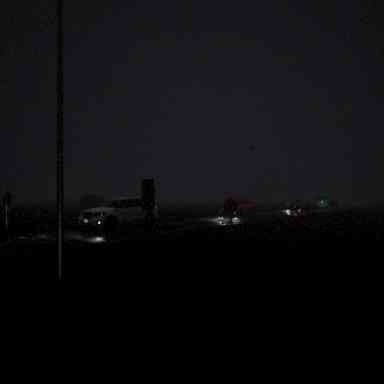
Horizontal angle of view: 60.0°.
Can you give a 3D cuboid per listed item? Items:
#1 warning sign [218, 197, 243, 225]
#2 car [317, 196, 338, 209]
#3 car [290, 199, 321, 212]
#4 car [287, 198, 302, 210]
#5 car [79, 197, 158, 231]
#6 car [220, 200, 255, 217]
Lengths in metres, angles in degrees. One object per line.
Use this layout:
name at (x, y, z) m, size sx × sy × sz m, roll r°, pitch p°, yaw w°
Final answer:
warning sign at (2.654, 1.258, 22.809) m, size 1.300 × 1.860 × 1.060 m, roll 0°, pitch 0°, yaw 37°
car at (20.837, 1.595, 51.378) m, size 2.150 × 2.045 × 5.566 m, roll 0°, pitch -1°, yaw 37°
car at (14.776, 1.915, 43.144) m, size 1.895 × 1.301 × 4.718 m, roll 0°, pitch -1°, yaw 37°
car at (15.647, 1.765, 49.006) m, size 2.097 × 1.767 × 4.553 m, roll 0°, pitch -1°, yaw 37°
car at (-4.637, 1.350, 21.896) m, size 2.150 × 2.045 × 5.566 m, roll 0°, pitch 0°, yaw 37°
car at (4.739, 1.597, 34.496) m, size 2.097 × 1.767 × 4.553 m, roll 0°, pitch -1°, yaw 37°
